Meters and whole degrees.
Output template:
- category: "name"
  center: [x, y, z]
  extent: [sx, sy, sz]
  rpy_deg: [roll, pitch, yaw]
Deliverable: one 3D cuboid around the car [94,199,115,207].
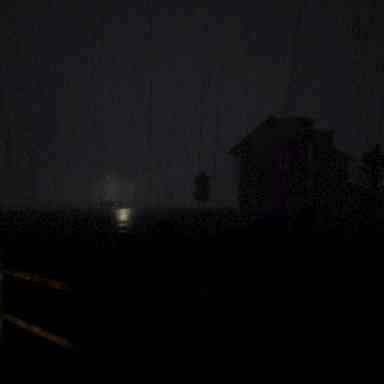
- category: "car"
  center: [-18.765, 2.317, 71.111]
  extent: [2.097, 1.767, 4.553]
  rpy_deg: [0, -1, 36]
